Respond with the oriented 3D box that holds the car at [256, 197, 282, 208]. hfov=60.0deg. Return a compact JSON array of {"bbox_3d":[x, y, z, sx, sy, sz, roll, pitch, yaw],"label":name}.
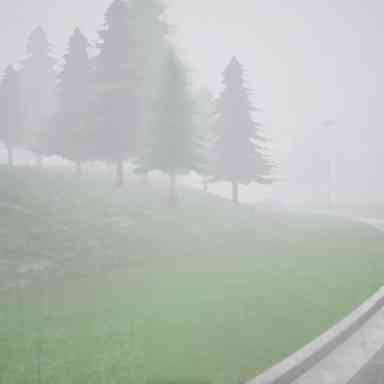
[{"bbox_3d":[11.262,1.536,49.029,2.128,1.511,4.902,0,0,-22],"label":"car"}]
